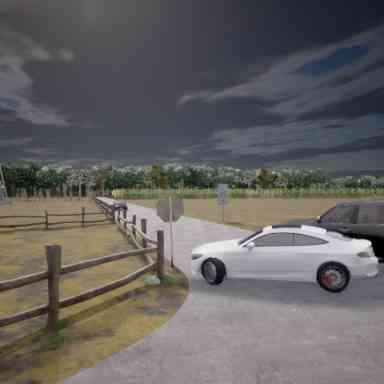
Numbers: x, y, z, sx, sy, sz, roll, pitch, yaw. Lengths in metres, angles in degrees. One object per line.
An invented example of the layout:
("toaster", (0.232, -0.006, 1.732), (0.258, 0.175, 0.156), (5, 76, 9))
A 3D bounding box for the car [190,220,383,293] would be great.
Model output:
("car", (2.245, 1.611, 8.792), (4.674, 1.442, 1.812), (-2, 0, 18))

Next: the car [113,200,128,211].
("car", (-10.749, 1.976, 49.474), (2.033, 1.411, 5.357), (-2, 0, -18))

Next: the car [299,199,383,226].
("car", (5.101, 1.223, 9.781), (2.150, 2.045, 5.566), (-2, 0, -39))
